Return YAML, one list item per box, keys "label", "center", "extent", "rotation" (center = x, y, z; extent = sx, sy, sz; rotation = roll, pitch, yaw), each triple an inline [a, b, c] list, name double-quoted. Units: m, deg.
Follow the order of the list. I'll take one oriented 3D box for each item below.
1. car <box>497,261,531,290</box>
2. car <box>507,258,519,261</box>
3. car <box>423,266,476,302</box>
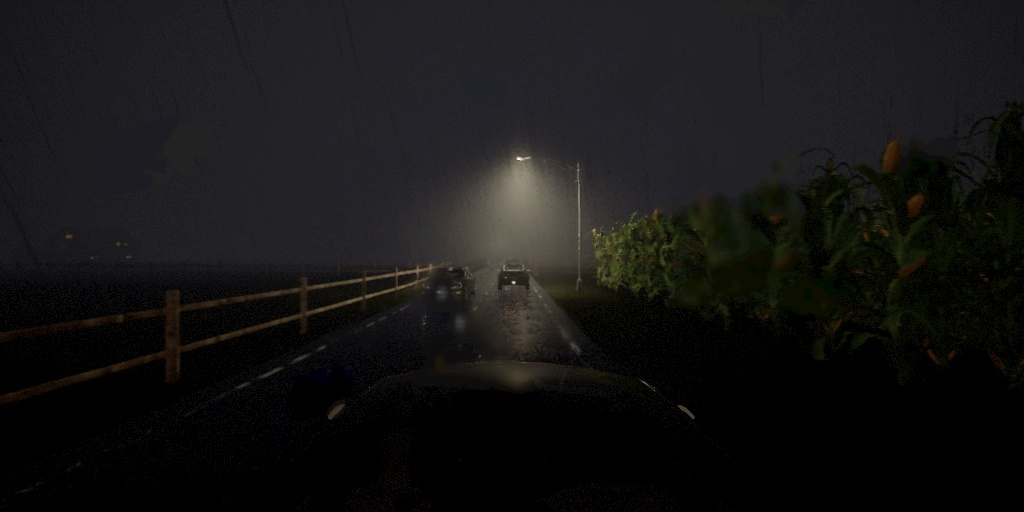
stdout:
- label: "car"
  center: [0.104, 1.246, 22.659]
  extent: [1.837, 1.490, 4.892]
  rotation: [0, 0, 0]
- label: "car"
  center: [0.119, 1.076, 43.480]
  extent: [2.097, 1.767, 4.553]
  rotation: [0, 0, 0]
- label: "car"
  center: [-2.807, 1.250, 16.953]
  extent: [1.837, 1.490, 4.892]
  rotation: [0, 0, 1]
